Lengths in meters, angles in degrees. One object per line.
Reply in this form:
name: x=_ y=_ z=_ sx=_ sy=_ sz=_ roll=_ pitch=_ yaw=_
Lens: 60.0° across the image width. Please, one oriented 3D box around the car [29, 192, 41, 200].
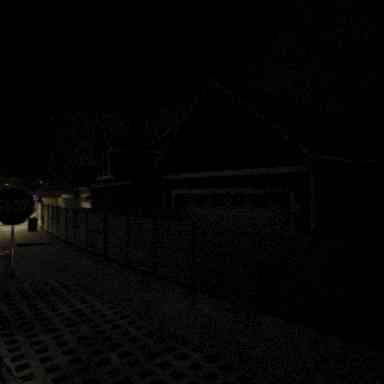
car: x=-29.953 y=0.992 z=62.607 sx=2.150 sy=2.045 sz=5.566 roll=0 pitch=0 yaw=-15
